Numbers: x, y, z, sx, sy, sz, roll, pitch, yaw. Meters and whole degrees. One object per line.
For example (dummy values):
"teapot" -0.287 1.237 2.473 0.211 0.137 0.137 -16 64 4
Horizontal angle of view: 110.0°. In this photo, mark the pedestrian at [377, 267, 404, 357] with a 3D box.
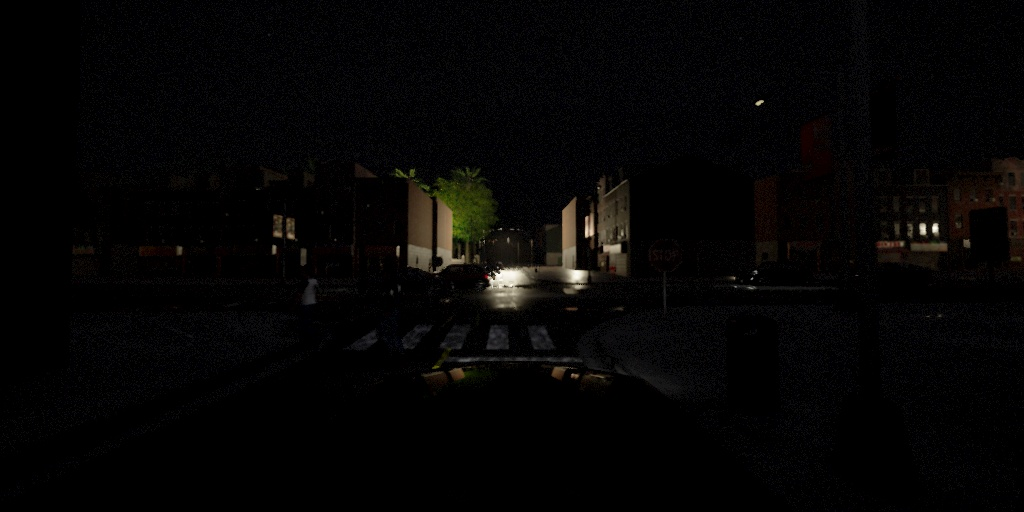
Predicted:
"pedestrian" -2.428 1.094 7.207 0.375 1.860 0.375 1 -2 0

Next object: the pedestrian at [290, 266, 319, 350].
"pedestrian" -4.463 1.100 7.808 0.375 1.860 0.375 1 -2 0

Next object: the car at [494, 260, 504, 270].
"car" -2.592 1.503 48.729 2.097 1.767 4.553 0 -1 0

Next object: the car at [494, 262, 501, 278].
"car" -2.621 1.605 37.680 2.033 1.411 5.357 0 0 2

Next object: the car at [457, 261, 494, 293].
"car" -3.580 1.309 22.102 4.553 1.767 2.097 -1 0 -1

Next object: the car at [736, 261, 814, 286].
"car" 18.624 1.178 25.607 4.553 1.767 2.097 -1 -2 -1

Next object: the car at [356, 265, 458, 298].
"car" -5.531 1.382 18.662 4.902 1.511 2.128 0 -2 -1

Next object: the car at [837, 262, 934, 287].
"car" 23.201 1.157 22.400 4.902 1.511 2.128 -1 -2 -1
